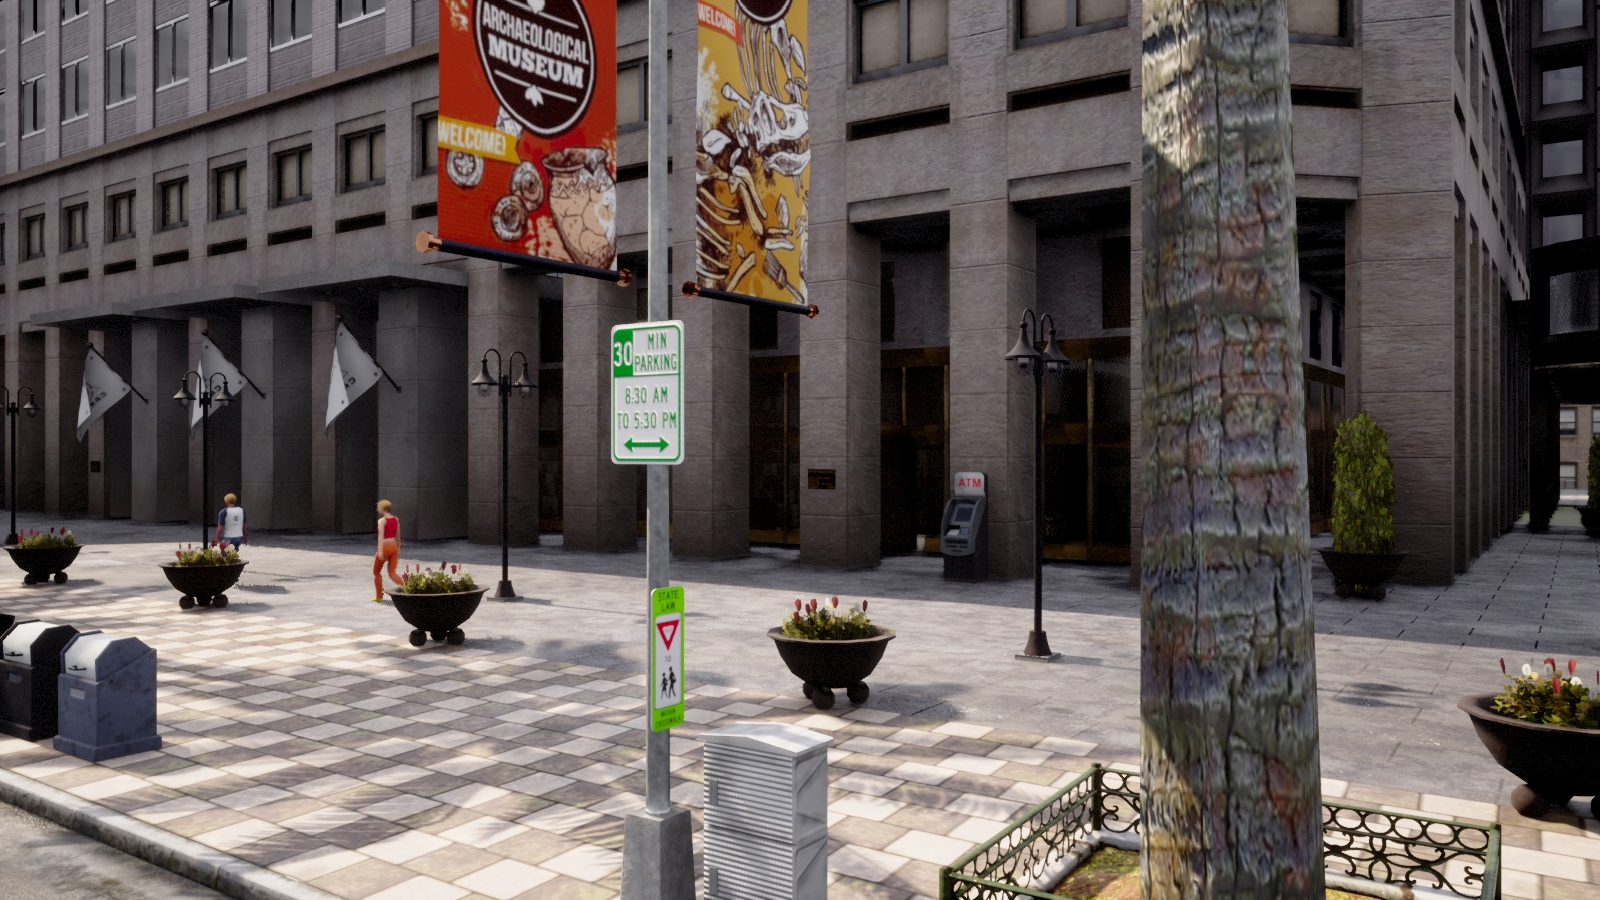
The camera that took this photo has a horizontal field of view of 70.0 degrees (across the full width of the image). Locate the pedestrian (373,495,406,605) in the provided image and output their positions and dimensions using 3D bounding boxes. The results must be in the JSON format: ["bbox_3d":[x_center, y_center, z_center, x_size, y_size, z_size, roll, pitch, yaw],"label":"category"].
[{"bbox_3d":[-7.059,1.706,19.634,0.375,1.860,0.375,0,0,29],"label":"pedestrian"}]

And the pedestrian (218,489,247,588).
[{"bbox_3d":[-10.984,1.701,22.119,0.375,1.860,0.375,0,0,32],"label":"pedestrian"}]
